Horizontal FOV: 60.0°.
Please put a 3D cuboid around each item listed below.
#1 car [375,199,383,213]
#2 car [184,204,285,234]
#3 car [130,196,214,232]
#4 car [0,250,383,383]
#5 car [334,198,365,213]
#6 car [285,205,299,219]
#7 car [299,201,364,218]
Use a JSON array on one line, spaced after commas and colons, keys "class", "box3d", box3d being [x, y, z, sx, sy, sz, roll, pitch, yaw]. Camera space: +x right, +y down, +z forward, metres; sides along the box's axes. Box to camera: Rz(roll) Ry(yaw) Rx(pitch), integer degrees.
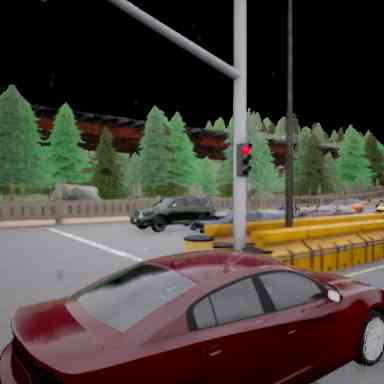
[{"class": "car", "box3d": [18.474, 1.497, 30.002, 5.008, 1.535, 1.882, -1, 1, -36]}, {"class": "car", "box3d": [2.499, 1.585, 18.663, 5.357, 1.411, 2.033, 0, 0, -35]}, {"class": "car", "box3d": [-0.973, 1.254, 20.495, 5.566, 2.045, 2.150, 0, 0, -36]}, {"class": "car", "box3d": [0.518, 1.486, 4.114, 5.008, 1.535, 1.882, 0, 0, -35]}, {"class": "car", "box3d": [14.161, 1.413, 31.206, 4.553, 1.767, 2.097, -1, 0, -36]}, {"class": "car", "box3d": [6.991, 1.661, 26.143, 4.718, 1.301, 1.895, 0, 0, -35]}, {"class": "car", "box3d": [10.168, 1.590, 24.106, 4.674, 1.442, 1.812, 0, 0, -35]}]
